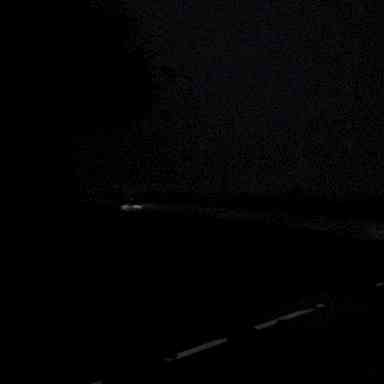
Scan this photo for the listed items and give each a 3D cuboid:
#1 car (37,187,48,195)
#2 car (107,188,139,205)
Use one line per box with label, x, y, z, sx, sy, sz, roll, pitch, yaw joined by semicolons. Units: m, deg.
car;-38.016;-0.174;86.522;2.150;2.045;5.566;-2;2;-36
car;-8.650;0.483;41.242;2.150;2.045;5.566;-2;2;-36
